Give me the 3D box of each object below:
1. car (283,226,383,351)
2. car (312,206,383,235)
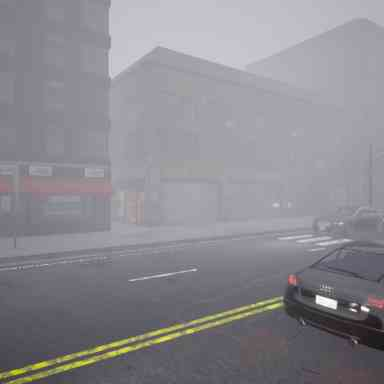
[{"bbox_3d":[3.585,1.564,5.976,4.181,1.385,1.994,0,0,-35],"label":"car"},{"bbox_3d":[8.309,1.491,17.540,4.902,1.511,2.128,0,0,-35],"label":"car"}]
